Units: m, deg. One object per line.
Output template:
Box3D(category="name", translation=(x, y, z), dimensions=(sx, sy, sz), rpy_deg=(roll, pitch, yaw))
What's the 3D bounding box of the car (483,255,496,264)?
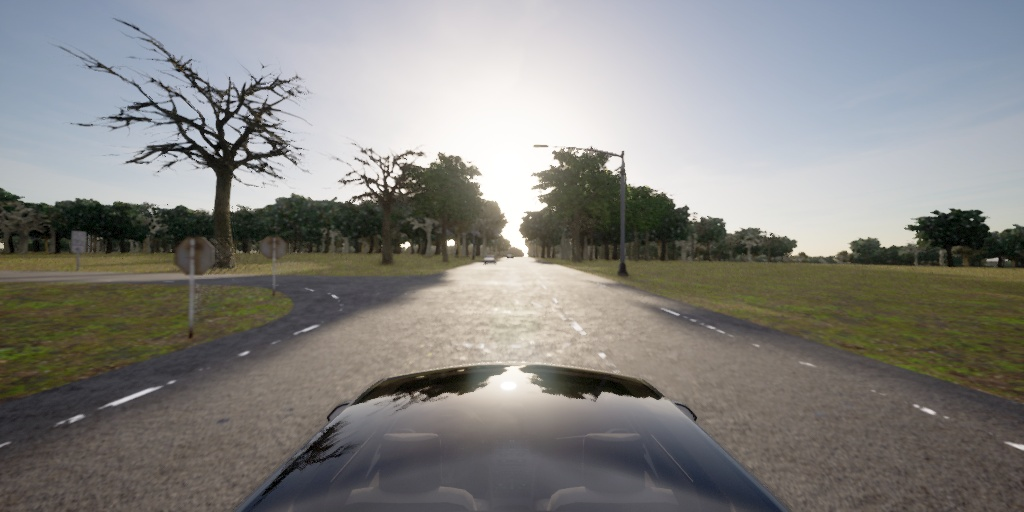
Box3D(category="car", translation=(-3.556, 0.590, 57.650), dimensions=(2.033, 1.411, 5.357), rpy_deg=(0, 1, 0))
